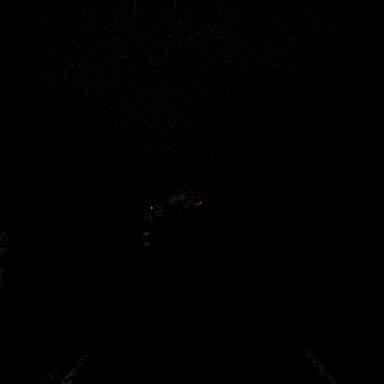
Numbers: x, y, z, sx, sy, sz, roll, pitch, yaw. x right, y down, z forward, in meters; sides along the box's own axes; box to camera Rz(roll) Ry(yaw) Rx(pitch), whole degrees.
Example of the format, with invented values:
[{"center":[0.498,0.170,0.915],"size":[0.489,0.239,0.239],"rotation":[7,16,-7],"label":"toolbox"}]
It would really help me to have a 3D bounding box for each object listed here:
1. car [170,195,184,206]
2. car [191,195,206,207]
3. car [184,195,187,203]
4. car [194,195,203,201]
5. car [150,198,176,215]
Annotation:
[{"center":[-2.532,1.403,48.116],"size":[1.812,1.442,4.674],"rotation":[0,0,2],"label":"car"},{"center":[0.891,1.383,47.701],"size":[1.837,1.490,4.892],"rotation":[0,0,2],"label":"car"},{"center":[-2.003,1.315,64.240],"size":[1.812,1.442,4.674],"rotation":[0,0,2],"label":"car"},{"center":[1.501,1.282,73.224],"size":[1.994,1.385,4.181],"rotation":[0,0,1],"label":"car"},{"center":[-2.937,1.550,32.740],"size":[1.895,1.301,4.718],"rotation":[0,0,1],"label":"car"}]
